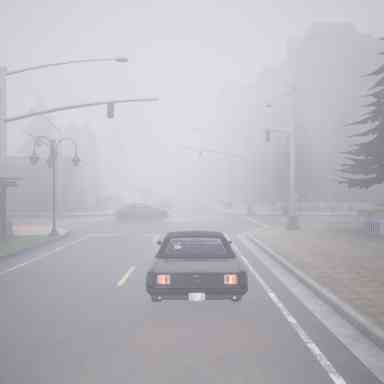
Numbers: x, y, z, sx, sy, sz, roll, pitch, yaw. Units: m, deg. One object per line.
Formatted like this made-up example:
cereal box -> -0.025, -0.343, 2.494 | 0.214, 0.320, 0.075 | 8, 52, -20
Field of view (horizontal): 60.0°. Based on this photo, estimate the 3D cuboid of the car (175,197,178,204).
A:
car -> -3.604, 1.601, 51.751 | 1.895, 1.301, 4.718 | 0, 0, 0

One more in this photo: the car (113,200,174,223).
car -> -3.941, 1.558, 25.764 | 4.181, 1.385, 1.994 | 0, 0, -33

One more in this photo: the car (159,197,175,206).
car -> -3.606, 1.526, 42.705 | 1.812, 1.442, 4.674 | 0, 0, 1

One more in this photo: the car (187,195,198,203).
car -> 0.079, 1.352, 69.196 | 2.097, 1.767, 4.553 | 0, 0, 0

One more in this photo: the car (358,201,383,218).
car -> 16.862, 1.493, 28.536 | 5.008, 1.535, 1.882 | 0, 0, -2

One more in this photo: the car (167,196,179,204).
car -> -3.582, 1.564, 62.495 | 1.994, 1.385, 4.181 | 0, 0, 0

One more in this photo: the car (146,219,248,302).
car -> 0.067, 1.601, 8.220 | 1.895, 1.301, 4.718 | 0, 0, -1
